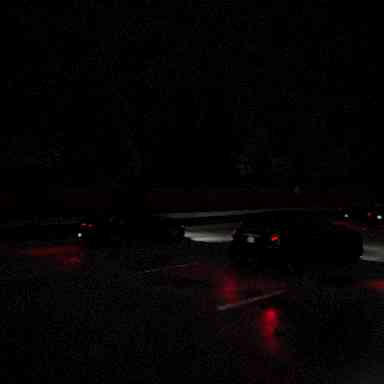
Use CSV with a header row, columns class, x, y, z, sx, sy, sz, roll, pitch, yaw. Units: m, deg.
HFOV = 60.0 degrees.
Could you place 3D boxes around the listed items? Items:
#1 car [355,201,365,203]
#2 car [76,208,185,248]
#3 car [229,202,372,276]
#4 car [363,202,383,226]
class,x,y,z,sx,sy,sz,roll,pitch,yaw
car,13.657,1.506,26.612,4.892,1.490,1.837,-1,0,-36
car,-2.582,1.502,14.839,4.892,1.490,1.837,1,0,-36
car,3.390,1.354,10.539,4.553,1.767,2.097,0,0,-35
car,13.411,1.563,22.109,4.181,1.385,1.994,0,0,-36
